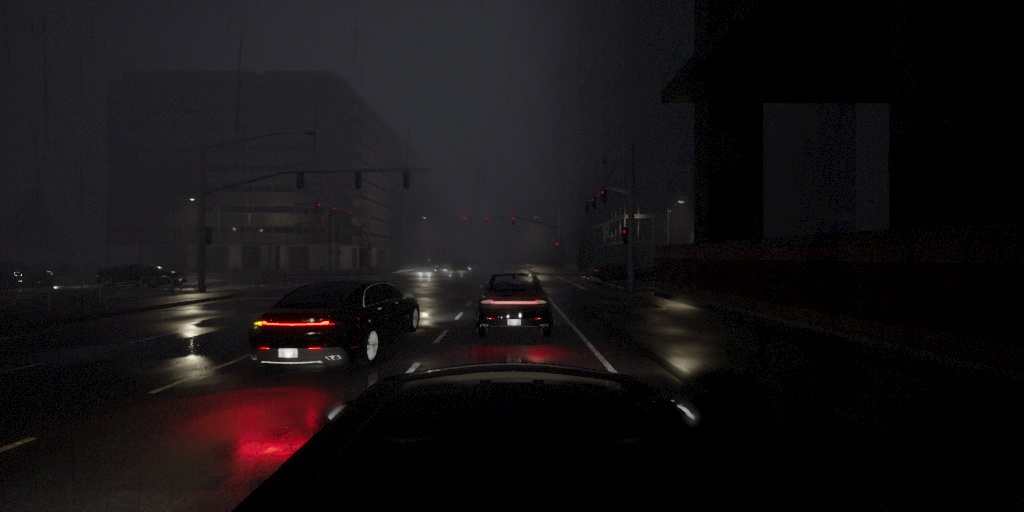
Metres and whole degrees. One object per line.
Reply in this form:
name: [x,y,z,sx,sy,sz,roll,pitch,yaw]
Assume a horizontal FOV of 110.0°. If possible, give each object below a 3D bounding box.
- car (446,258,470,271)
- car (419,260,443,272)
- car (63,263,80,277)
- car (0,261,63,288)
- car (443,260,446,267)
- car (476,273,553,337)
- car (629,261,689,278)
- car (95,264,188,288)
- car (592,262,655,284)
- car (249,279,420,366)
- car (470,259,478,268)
car: [-7.486,1.228,50.337,1.882,1.535,5.008,0,0,0]
car: [-10.980,1.241,47.566,2.128,1.511,4.902,0,0,0]
car: [-44.699,1.283,34.390,5.008,1.535,1.882,0,0,0]
car: [-33.393,1.157,23.673,4.553,1.767,2.097,0,0,0]
car: [-10.941,1.351,57.549,1.895,1.301,4.718,0,0,1]
car: [0.059,1.242,10.297,2.128,1.511,4.902,0,0,0]
car: [13.949,1.297,34.287,4.902,1.511,2.128,0,0,0]
car: [-24.326,1.297,23.655,4.902,1.511,2.128,0,0,0]
car: [8.565,1.298,27.137,4.902,1.511,2.128,0,0,2]
car: [-3.451,1.255,7.977,1.837,1.490,4.892,0,0,0]
car: [-7.405,1.314,60.354,1.994,1.385,4.181,0,0,1]
